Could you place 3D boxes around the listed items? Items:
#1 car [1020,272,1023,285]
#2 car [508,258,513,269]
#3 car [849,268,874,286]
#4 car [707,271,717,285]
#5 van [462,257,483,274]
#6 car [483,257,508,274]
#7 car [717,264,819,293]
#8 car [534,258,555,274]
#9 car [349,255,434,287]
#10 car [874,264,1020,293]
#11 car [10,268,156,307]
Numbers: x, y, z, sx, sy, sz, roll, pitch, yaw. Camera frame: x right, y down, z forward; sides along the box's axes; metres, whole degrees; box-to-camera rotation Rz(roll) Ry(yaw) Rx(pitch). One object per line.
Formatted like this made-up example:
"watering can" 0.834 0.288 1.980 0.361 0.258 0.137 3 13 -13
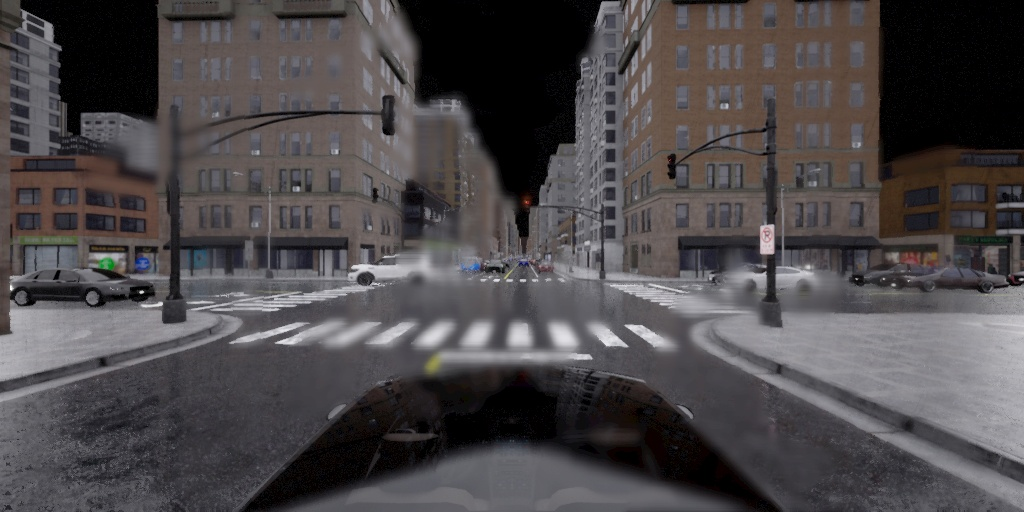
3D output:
"car" 35.065 1.353 23.204 4.181 1.385 1.994 0 0 2
"car" -1.294 1.372 58.484 1.895 1.301 4.718 0 0 2
"car" 25.083 1.276 23.506 4.892 1.490 1.837 0 0 2
"car" 15.666 1.250 23.783 4.902 1.511 2.128 0 0 2
"van" -4.671 1.099 41.175 1.690 1.789 3.998 0 0 2
"car" -1.887 1.110 41.850 2.097 1.767 4.553 0 0 2
"car" 14.787 1.285 20.556 4.674 1.442 1.812 0 0 3
"car" 3.850 1.198 40.883 1.967 1.591 4.097 0 0 2
"car" -8.198 0.955 24.737 5.566 2.045 2.150 0 1 -21
"car" 24.374 1.320 20.275 5.357 1.411 2.033 0 0 2
"car" -17.632 1.236 14.806 4.892 1.490 1.837 0 0 2
